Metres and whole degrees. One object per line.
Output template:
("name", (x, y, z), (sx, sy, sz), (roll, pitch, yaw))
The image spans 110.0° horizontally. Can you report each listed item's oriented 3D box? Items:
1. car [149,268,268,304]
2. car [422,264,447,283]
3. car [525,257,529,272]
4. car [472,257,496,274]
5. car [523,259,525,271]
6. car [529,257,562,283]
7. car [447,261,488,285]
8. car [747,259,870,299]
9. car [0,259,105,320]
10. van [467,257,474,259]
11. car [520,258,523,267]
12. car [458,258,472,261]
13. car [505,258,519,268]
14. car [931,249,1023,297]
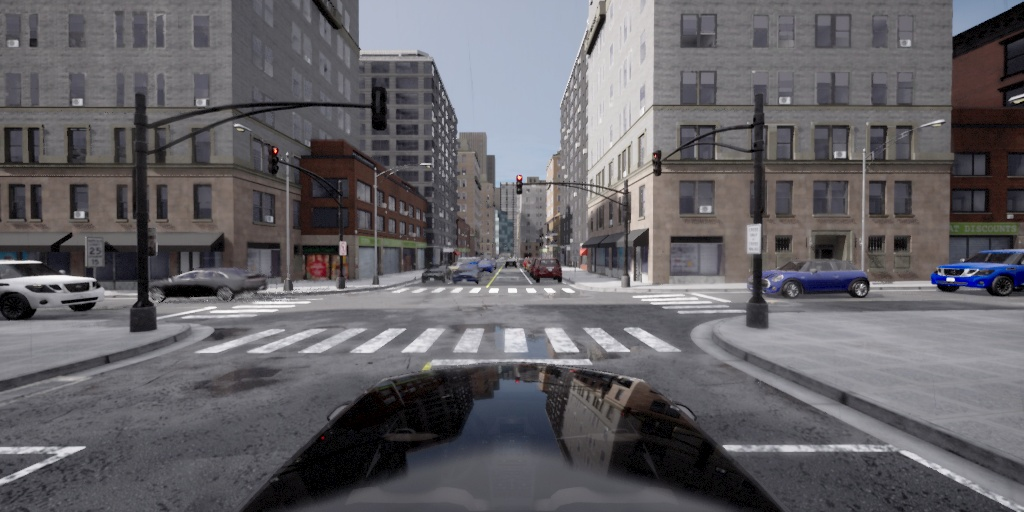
("car", (-14.200, 1.331, 16.690), (4.902, 1.511, 2.128), (-1, 1, -4))
("car", (-5.787, 1.315, 28.103), (1.948, 1.339, 4.313), (0, 0, 0))
("car", (2.714, 1.064, 33.729), (2.192, 1.841, 5.009), (0, 0, 0))
("car", (-3.274, 1.225, 41.809), (1.882, 1.535, 5.008), (0, 0, 0))
("car", (2.663, 1.272, 45.071), (1.751, 1.417, 4.829), (0, 0, 0))
("car", (2.740, 1.064, 28.143), (2.192, 1.841, 5.009), (0, 0, 0))
("car", (-3.209, 1.297, 26.806), (2.033, 1.411, 5.357), (0, 0, 0))
("car", (13.399, 0.936, 16.424), (4.553, 1.767, 2.097), (-1, 1, -1))
("car", (-18.453, 1.143, 12.965), (5.566, 2.045, 2.150), (-1, 1, -2))
("van", (-5.866, 1.087, 44.860), (1.690, 1.789, 3.998), (0, 0, 0))
("car", (2.638, 1.059, 50.487), (2.192, 1.841, 5.009), (0, 0, 0))
("car", (-5.839, 1.273, 39.105), (1.751, 1.417, 4.829), (0, 0, 0))
("car", (-0.181, 1.217, 61.314), (1.882, 1.535, 5.008), (0, 0, 0))
("car", (22.974, 0.706, 16.533), (5.566, 2.045, 2.150), (-1, 1, 0))
